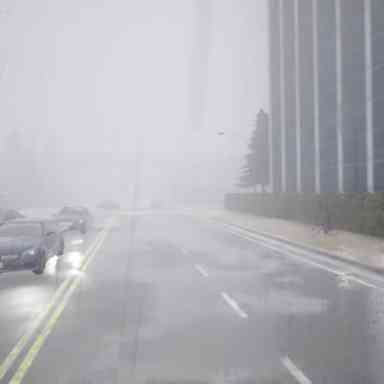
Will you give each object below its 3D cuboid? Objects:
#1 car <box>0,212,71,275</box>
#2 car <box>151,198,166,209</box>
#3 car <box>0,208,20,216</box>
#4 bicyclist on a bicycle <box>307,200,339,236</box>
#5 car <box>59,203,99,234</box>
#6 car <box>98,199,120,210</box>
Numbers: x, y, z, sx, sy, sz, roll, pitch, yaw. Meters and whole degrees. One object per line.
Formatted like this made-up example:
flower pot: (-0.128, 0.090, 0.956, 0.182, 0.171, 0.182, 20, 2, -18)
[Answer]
car: (-5.359, 1.614, 10.720, 1.812, 1.442, 4.674, -1, 0, -11)
car: (-4.790, 1.586, 47.190, 2.033, 1.411, 5.357, -1, 0, -10)
car: (-10.140, 1.643, 17.292, 1.882, 1.535, 5.008, -1, 0, -10)
bicyclist on a bicycle: (5.977, 1.207, 15.176, 1.656, 1.620, 0.582, -1, 0, -10)
car: (-7.040, 1.608, 19.805, 2.128, 1.511, 4.902, -1, 0, -10)
car: (-11.746, 1.710, 45.996, 4.181, 1.385, 1.994, -1, 0, 44)
